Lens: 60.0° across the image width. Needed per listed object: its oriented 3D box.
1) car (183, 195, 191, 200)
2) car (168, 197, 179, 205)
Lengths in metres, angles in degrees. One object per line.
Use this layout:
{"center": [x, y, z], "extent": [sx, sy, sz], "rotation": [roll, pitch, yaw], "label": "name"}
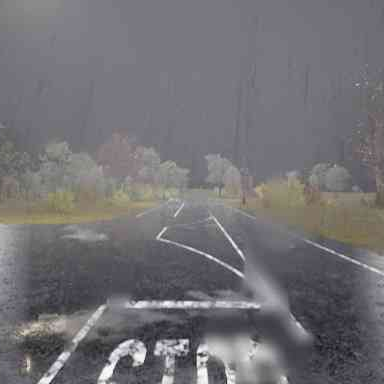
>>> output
{"center": [-1.431, 1.479, 94.938], "extent": [1.994, 1.385, 4.181], "rotation": [0, 0, 8], "label": "car"}
{"center": [-3.301, 1.588, 59.073], "extent": [1.895, 1.301, 4.718], "rotation": [0, 0, 0], "label": "car"}
